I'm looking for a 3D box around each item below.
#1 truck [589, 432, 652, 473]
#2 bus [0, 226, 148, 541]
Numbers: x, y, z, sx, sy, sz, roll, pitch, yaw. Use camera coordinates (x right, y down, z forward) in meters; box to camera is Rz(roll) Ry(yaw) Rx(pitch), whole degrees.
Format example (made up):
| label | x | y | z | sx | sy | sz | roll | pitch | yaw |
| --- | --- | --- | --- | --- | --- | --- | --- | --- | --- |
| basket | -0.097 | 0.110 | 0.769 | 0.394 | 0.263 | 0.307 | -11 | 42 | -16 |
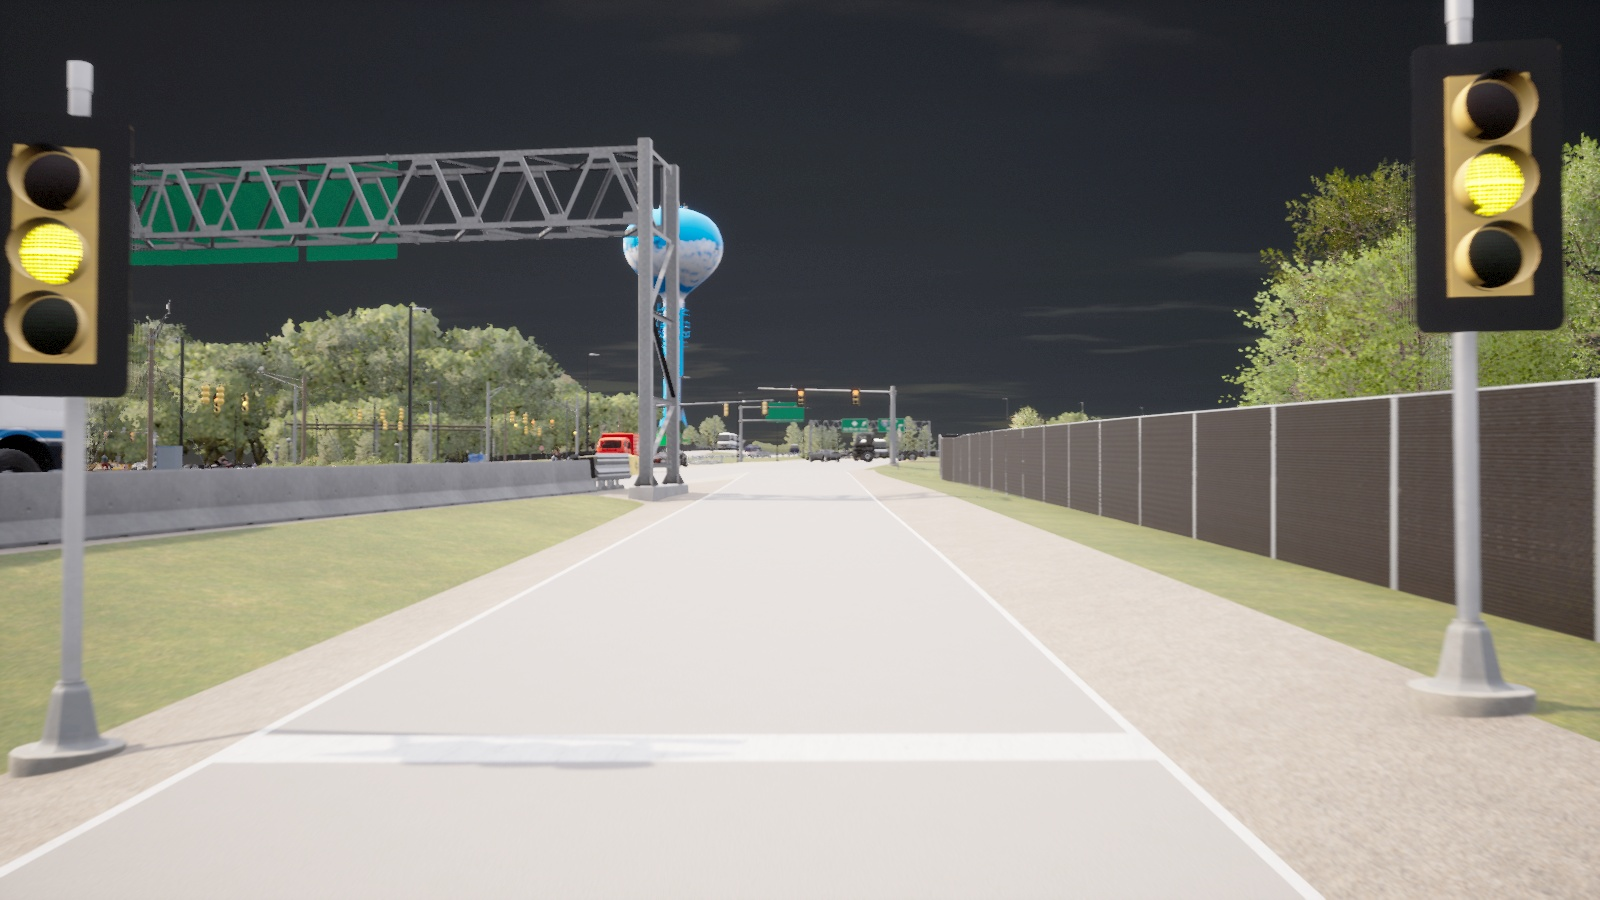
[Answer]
| label | x | y | z | sx | sy | sz | roll | pitch | yaw |
| --- | --- | --- | --- | --- | --- | --- | --- | --- | --- |
| truck | -11.268 | 0.166 | 79.155 | 2.627 | 2.467 | 5.204 | 0 | 0 | 8 |
| bus | -13.095 | -0.896 | 15.115 | 3.944 | 4.253 | 10.273 | 0 | 0 | 9 |
